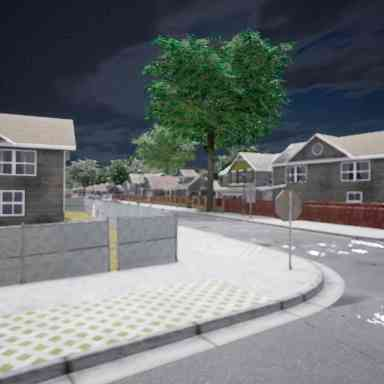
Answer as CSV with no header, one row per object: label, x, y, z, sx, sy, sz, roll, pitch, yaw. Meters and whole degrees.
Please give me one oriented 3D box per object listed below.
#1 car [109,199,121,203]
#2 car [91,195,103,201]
car,-12.130,1.717,52.498,1.895,1.301,4.718,1,0,-23
car,-25.403,1.619,90.273,2.128,1.511,4.902,1,0,-23
